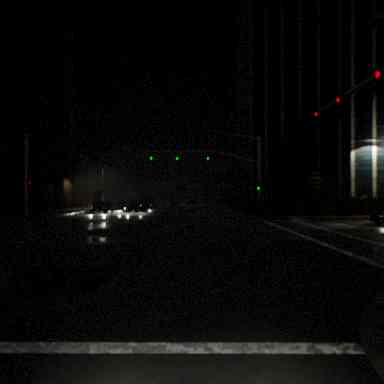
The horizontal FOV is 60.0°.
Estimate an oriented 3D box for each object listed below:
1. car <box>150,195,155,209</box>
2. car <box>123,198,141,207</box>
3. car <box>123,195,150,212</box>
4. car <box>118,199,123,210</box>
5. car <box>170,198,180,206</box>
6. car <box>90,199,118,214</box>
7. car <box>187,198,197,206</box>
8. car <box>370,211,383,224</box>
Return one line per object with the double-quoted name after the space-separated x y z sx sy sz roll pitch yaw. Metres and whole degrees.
-7.095 1.543 52.502 2.150 2.045 5.566 0 0 0 "car"
-10.562 1.852 58.945 2.128 1.511 4.902 0 0 0 "car"
-7.105 1.616 43.000 2.097 1.767 4.553 0 0 0 "car"
-10.601 1.790 48.762 2.128 1.511 4.902 0 0 0 "car"
-3.394 1.951 65.860 2.033 1.411 5.357 0 0 -1 "car"
-10.587 1.768 39.493 1.812 1.442 4.674 0 0 0 "car"
-0.012 1.921 64.551 1.812 1.442 4.674 0 0 0 "car"
15.479 1.624 23.912 5.008 1.535 1.882 0 0 -1 "car"
